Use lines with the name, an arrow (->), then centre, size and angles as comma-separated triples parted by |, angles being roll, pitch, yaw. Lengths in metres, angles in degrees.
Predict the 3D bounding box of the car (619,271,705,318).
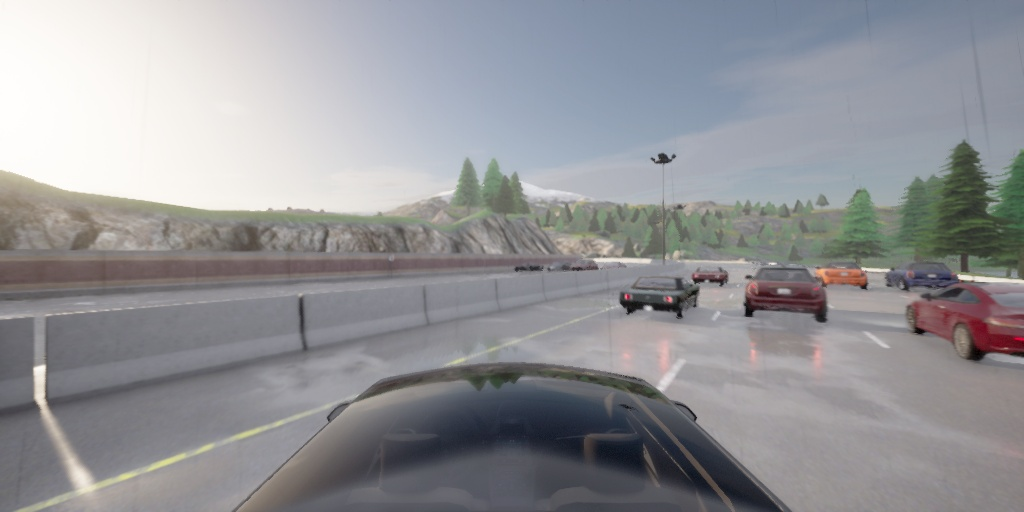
car -> 5.574, 1.363, 13.152 | 1.895, 1.301, 4.718 | 0, 0, 35

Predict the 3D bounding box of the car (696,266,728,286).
car -> 14.132, 1.373, 25.472 | 1.895, 1.301, 4.718 | 0, 0, 35

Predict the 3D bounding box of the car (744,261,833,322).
car -> 9.544, 1.107, 12.726 | 2.097, 1.767, 4.553 | 0, 0, 35

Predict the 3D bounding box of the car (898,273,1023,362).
car -> 10.122, 1.271, 7.449 | 1.812, 1.442, 4.674 | 0, 0, 35

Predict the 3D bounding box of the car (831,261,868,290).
car -> 20.991, 1.109, 23.071 | 2.097, 1.767, 4.553 | 0, 0, 35

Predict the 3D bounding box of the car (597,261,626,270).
car -> 11.604, 1.328, 40.715 | 1.812, 1.442, 4.674 | 0, 0, 34

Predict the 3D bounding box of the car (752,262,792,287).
car -> 18.692, 1.259, 25.889 | 2.128, 1.511, 4.902 | 0, 0, 35

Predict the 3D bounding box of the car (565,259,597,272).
car -> 8.524, 1.161, 42.415 | 2.097, 1.767, 4.553 | 0, 0, 34

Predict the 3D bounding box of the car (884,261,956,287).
car -> 23.861, 1.101, 21.067 | 2.097, 1.767, 4.553 | 0, 0, 35

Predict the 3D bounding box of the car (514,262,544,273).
car -> 2.148, 1.425, 45.412 | 1.895, 1.301, 4.718 | 0, 0, 34

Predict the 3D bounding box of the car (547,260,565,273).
car -> 6.133, 1.310, 45.103 | 2.128, 1.511, 4.902 | 0, 0, 34
